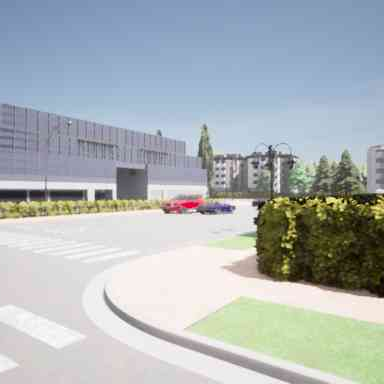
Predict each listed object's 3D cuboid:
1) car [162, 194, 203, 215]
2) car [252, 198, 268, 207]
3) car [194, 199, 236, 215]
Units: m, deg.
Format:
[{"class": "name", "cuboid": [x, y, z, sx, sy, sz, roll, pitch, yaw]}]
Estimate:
[{"class": "car", "cuboid": [-0.801, 1.229, 35.022, 2.150, 2.045, 5.566, 0, 0, 35]}, {"class": "car", "cuboid": [10.902, 1.609, 52.317, 1.895, 1.301, 4.718, 0, 0, 26]}, {"class": "car", "cuboid": [2.584, 1.610, 33.769, 1.895, 1.301, 4.718, 0, 0, 35]}]
